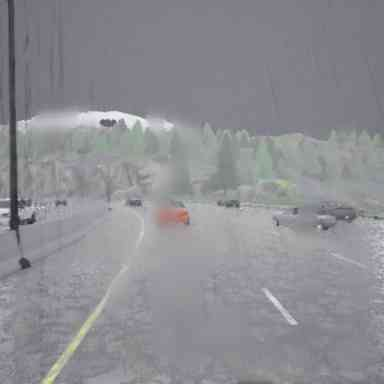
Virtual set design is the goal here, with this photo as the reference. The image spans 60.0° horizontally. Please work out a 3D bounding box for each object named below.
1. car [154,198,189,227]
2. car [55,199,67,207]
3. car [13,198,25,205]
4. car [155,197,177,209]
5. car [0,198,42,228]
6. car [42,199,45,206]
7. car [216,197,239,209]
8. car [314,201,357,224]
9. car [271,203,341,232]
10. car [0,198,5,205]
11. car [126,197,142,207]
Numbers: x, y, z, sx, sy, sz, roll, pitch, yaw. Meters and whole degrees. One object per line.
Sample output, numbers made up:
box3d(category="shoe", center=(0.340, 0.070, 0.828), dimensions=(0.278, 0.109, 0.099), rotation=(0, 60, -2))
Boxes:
box3d(category="car", center=(-1.504, 1.383, 23.241), dimensions=(2.097, 1.767, 4.553), rotation=(-1, 0, -9))
box3d(category="car", center=(-24.456, 1.975, 62.158), dimensions=(1.895, 1.301, 4.718), rotation=(-1, 0, -25))
box3d(category="car", center=(-35.651, 1.881, 68.393), dimensions=(2.033, 1.411, 5.357), rotation=(-1, 0, -29))
box3d(category="car", center=(-3.905, 1.569, 48.967), dimensions=(2.128, 1.511, 4.902), rotation=(-1, 0, -19))
box3d(category="car", center=(-12.310, 1.425, 22.532), dimensions=(2.150, 2.045, 5.566), rotation=(-1, 0, -9))
box3d(category="car", center=(-30.299, 2.012, 65.963), dimensions=(2.128, 1.511, 4.902), rotation=(-1, 0, -27))
box3d(category="car", center=(4.729, 1.443, 44.510), dimensions=(1.837, 1.490, 4.892), rotation=(0, 0, -16))
box3d(category="car", center=(9.172, 1.352, 22.889), dimensions=(2.128, 1.511, 4.902), rotation=(-1, 0, -9))
box3d(category="car", center=(6.281, 1.507, 19.380), dimensions=(1.895, 1.301, 4.718), rotation=(-1, 0, -7))
box3d(category="car", center=(-38.663, 1.987, 66.611), dimensions=(1.895, 1.301, 4.718), rotation=(-1, 0, -29))
box3d(category="car", center=(-9.690, 1.649, 54.962), dimensions=(1.882, 1.535, 5.008), rotation=(0, 0, -22))
